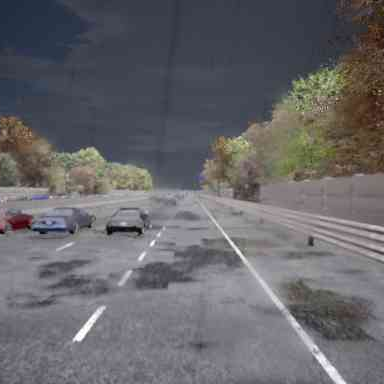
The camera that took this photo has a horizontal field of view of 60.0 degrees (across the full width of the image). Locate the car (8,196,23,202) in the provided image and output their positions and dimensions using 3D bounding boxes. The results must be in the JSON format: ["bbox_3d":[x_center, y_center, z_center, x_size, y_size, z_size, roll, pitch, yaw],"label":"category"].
[{"bbox_3d":[-31.482,1.545,60.603,1.837,1.490,4.892,0,0,0],"label":"car"}]

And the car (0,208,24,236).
[{"bbox_3d":[-10.492,1.575,18.657,1.994,1.385,4.181,0,0,0],"label":"car"}]

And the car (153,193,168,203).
[{"bbox_3d":[-6.978,1.559,74.023,1.882,1.535,5.008,0,0,0],"label":"car"}]

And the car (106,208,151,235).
[{"bbox_3d":[-3.493,1.583,18.929,1.994,1.385,4.181,0,0,0],"label":"car"}]

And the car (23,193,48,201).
[{"bbox_3d":[-27.982,1.287,60.655,2.150,2.045,5.566,0,0,0],"label":"car"}]

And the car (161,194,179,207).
[{"bbox_3d":[-3.488,1.566,54.082,1.837,1.490,4.892,0,0,0],"label":"car"}]

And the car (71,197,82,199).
[{"bbox_3d":[-20.992,1.599,60.860,1.994,1.385,4.181,0,0,0],"label":"car"}]

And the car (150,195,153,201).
[{"bbox_3d":[-10.473,1.577,91.920,1.882,1.535,5.008,0,0,0],"label":"car"}]

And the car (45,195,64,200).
[{"bbox_3d":[-24.484,1.647,60.752,1.895,1.301,4.718,0,0,0],"label":"car"}]

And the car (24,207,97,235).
[{"bbox_3d":[-6.991,1.562,18.787,2.033,1.411,5.357,0,0,0],"label":"car"}]
